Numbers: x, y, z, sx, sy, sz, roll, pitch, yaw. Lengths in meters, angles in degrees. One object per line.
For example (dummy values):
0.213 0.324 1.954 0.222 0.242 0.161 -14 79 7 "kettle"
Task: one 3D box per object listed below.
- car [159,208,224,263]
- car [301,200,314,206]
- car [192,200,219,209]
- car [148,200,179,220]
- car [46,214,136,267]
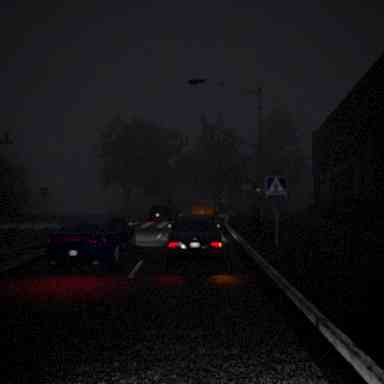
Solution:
0.079 1.539 11.946 2.033 1.411 5.357 0 0 0 "car"
27.368 2.694 76.557 1.837 1.490 4.892 2 -4 -23 "car"
1.165 1.386 27.418 1.882 1.535 5.008 -1 0 10 "car"
-2.225 1.459 27.187 1.837 1.490 4.892 -1 0 8 "car"
-3.174 1.471 11.394 1.882 1.535 5.008 0 0 0 "car"
